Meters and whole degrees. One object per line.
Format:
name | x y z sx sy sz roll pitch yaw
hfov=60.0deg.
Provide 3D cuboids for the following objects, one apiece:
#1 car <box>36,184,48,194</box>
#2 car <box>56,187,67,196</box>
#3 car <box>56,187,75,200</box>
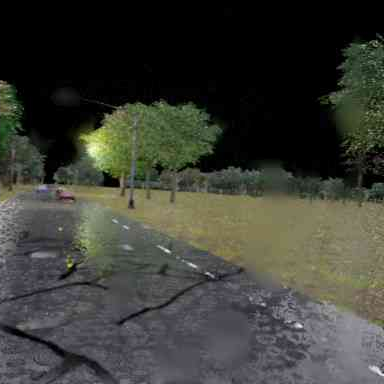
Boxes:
car | -30.495 -0.510 67.587 1.882 1.535 5.008 3 0 -23
car | -25.158 -0.181 64.075 1.882 1.535 5.008 3 0 -23
car | -17.900 0.368 47.538 1.994 1.385 4.181 3 0 -23
